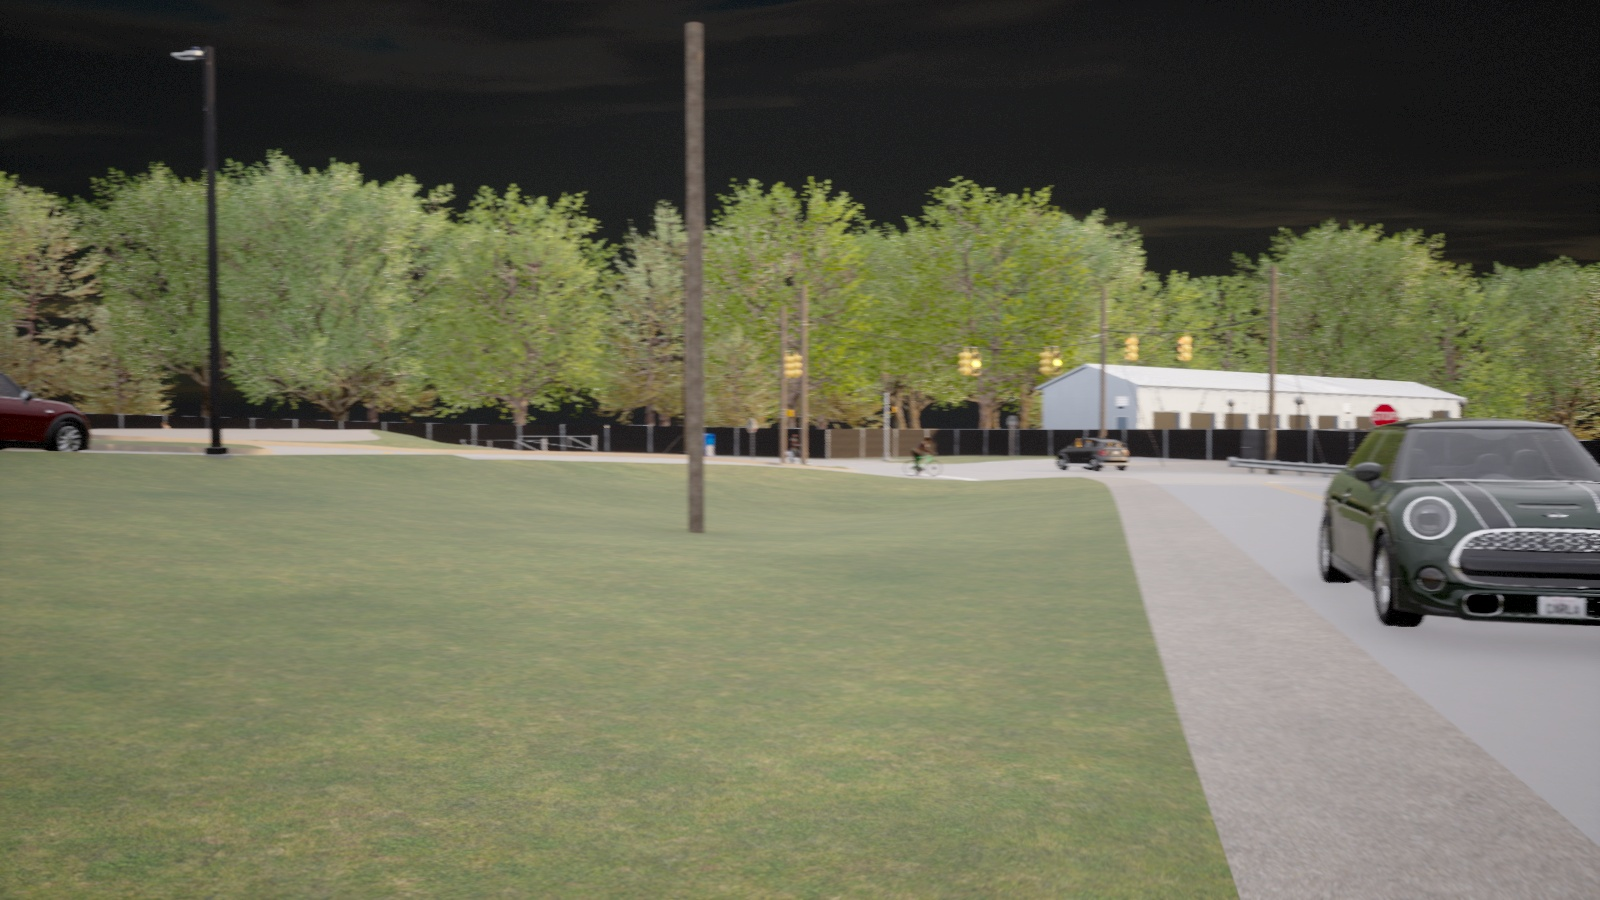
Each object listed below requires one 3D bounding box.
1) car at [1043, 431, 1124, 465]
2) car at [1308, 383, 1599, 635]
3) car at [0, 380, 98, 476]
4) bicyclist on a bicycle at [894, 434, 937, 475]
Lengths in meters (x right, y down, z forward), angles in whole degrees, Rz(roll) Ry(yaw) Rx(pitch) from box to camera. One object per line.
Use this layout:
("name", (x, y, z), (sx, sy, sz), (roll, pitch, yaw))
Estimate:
("car", (13.334, -0.082, 59.176), (1.789, 1.549, 3.705), (-1, 0, -25))
("car", (5.935, 0.378, 11.050), (2.097, 1.767, 4.553), (-1, 1, 14))
("car", (-15.873, -0.430, 23.562), (2.097, 1.767, 4.553), (1, 0, 14))
("bicyclist on a bicycle", (4.780, 0.182, 52.041), (1.656, 1.620, 0.582), (-1, 3, -12))
